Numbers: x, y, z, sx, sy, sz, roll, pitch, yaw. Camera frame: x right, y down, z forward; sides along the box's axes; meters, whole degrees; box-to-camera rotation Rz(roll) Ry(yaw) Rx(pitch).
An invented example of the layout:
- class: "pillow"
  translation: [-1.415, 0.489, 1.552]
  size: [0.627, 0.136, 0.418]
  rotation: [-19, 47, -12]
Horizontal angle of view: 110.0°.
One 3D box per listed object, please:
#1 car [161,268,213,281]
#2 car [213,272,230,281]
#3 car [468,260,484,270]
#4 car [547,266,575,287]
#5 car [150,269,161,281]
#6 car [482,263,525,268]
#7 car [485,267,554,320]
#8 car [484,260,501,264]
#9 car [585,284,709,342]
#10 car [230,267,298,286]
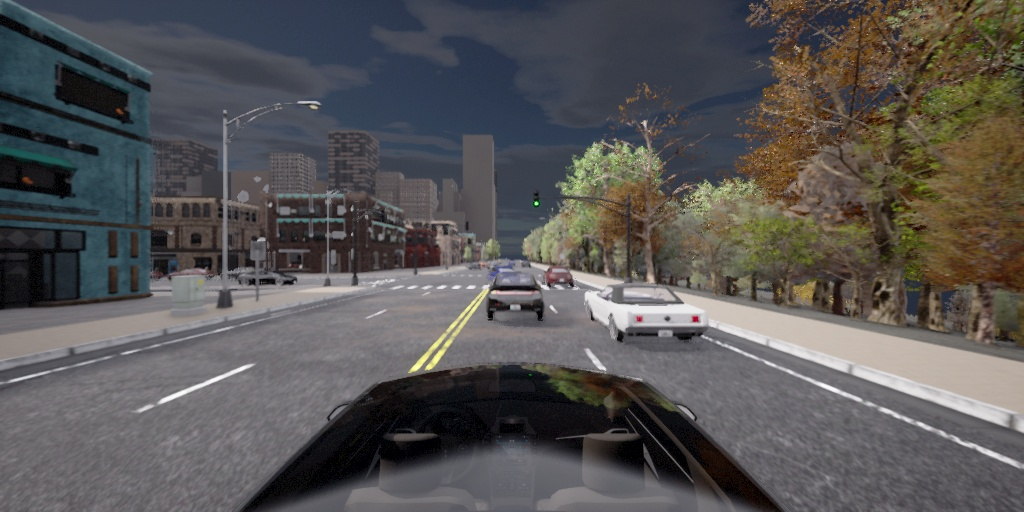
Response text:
- class: "car"
  translation: [-33.814, 1.952, 37.886]
  size: [4.207, 1.307, 1.802]
  rotation: [0, 0, 0]
- class: "car"
  translation: [-28.278, 1.858, 37.879]
  size: [4.403, 1.370, 2.007]
  rotation: [0, 0, 0]
- class: "car"
  translation: [-6.539, 1.804, 63.033]
  size: [1.994, 1.385, 4.181]
  rotation: [0, 0, 1]
- class: "car"
  translation: [3.353, 1.476, 26.422]
  size: [1.812, 1.442, 4.674]
  rotation: [0, 0, 0]
- class: "car"
  translation: [-39.348, 2.015, 37.893]
  size: [4.207, 1.307, 1.802]
  rotation: [0, 0, 0]
- class: "car"
  translation: [-0.724, 1.475, 26.351]
  size: [1.812, 1.442, 4.674]
  rotation: [0, 0, -13]
- class: "car"
  translation: [0.101, 1.332, 13.051]
  size: [2.128, 1.511, 4.902]
  rotation: [0, -1, 0]
- class: "car"
  translation: [-3.290, 1.732, 63.118]
  size: [2.128, 1.511, 4.902]
  rotation: [0, 0, 1]
- class: "car"
  translation: [3.350, 1.418, 10.035]
  size: [1.895, 1.301, 4.718]
  rotation: [0, 0, 0]
- class: "car"
  translation: [-19.946, 1.792, 29.367]
  size: [4.313, 1.339, 1.948]
  rotation: [0, 0, 0]
